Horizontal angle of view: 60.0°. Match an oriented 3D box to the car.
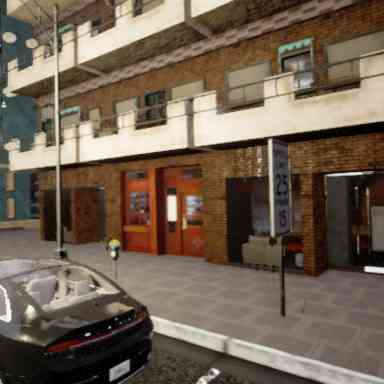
[{"bbox_3d":[-2.517,1.620,4.684,4.403,1.369,2.008,-1,-1,36],"label":"car"}]
